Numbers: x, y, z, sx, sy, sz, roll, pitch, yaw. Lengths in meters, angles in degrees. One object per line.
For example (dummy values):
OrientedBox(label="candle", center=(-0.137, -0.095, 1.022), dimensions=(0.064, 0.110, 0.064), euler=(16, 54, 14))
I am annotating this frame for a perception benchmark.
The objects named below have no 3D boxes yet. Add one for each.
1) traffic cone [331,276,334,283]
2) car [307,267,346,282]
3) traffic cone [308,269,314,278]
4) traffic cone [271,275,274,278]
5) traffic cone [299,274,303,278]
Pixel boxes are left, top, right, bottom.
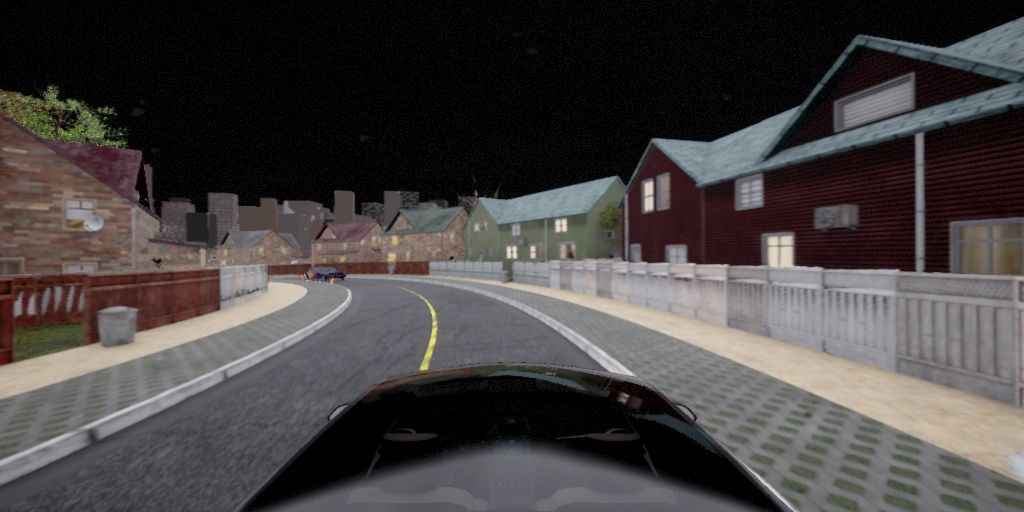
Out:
OrientedBox(label="traffic cone", center=(-15.022, 2.001, 30.016), dimensions=(0.340, 0.580, 0.340), euler=(0, 0, -43))
OrientedBox(label="car", center=(-17.367, 1.721, 33.566), dimensions=(4.718, 1.301, 1.895), euler=(-2, -1, 41))
OrientedBox(label="traffic cone", center=(-17.659, 1.422, 31.505), dimensions=(0.340, 0.580, 0.340), euler=(0, 0, -19))
OrientedBox(label="traffic cone", center=(-25.294, 1.727, 37.854), dimensions=(0.340, 0.580, 0.340), euler=(0, 0, 39))
OrientedBox(label="traffic cone", center=(-19.887, 1.533, 33.816), dimensions=(0.340, 0.580, 0.340), euler=(0, 0, -32))
